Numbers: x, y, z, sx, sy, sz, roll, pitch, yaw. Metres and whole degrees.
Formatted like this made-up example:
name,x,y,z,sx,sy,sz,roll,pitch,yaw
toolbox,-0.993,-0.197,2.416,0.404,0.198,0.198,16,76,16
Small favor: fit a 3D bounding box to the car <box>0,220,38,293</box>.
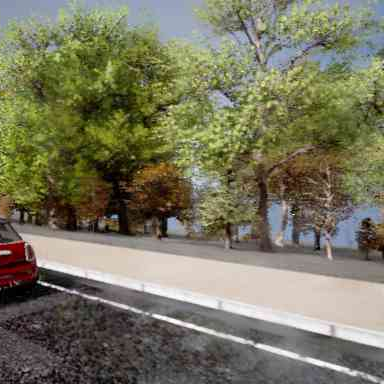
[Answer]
name,x,y,z,sx,sy,sz,roll,pitch,yaw
car,-5.615,1.354,7.695,4.553,1.767,2.097,0,0,36
